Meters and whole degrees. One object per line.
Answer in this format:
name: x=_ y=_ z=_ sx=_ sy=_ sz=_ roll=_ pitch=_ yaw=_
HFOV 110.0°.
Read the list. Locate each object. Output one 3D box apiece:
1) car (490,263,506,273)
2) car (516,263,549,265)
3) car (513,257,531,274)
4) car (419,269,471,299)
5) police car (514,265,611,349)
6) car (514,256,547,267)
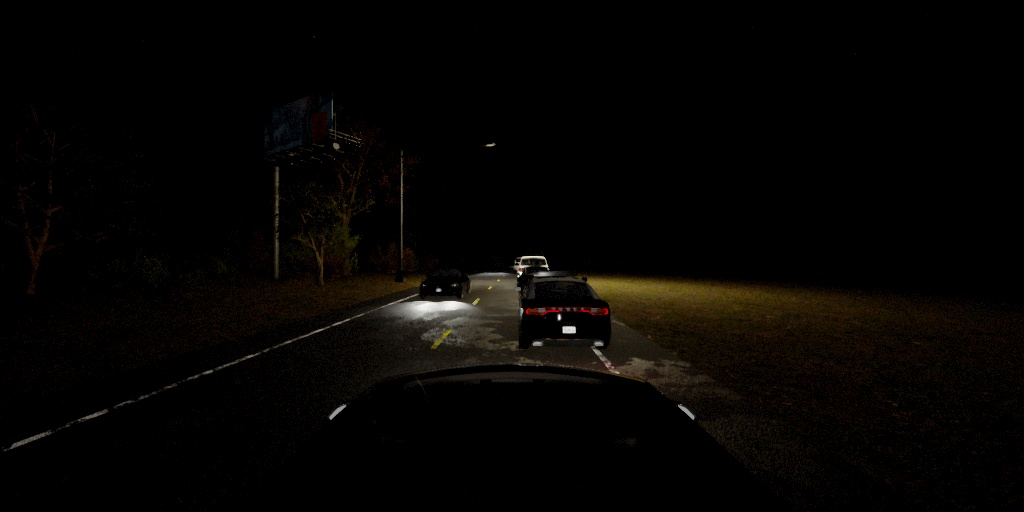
car: x=-1.945 y=1.609 z=49.455 sx=1.895 sy=1.301 sz=4.718 roll=0 pitch=0 yaw=4
car: x=1.276 y=1.296 z=19.152 sx=1.837 sy=1.490 sz=4.892 roll=0 pitch=0 yaw=1
car: x=1.392 y=1.203 z=46.506 sx=2.150 sy=2.045 sz=5.566 roll=0 pitch=0 yaw=4
car: x=-3.264 y=1.350 z=18.085 sx=1.994 sy=1.385 sz=4.181 roll=0 pitch=0 yaw=1
police car: x=1.099 y=1.184 z=9.297 sx=1.930 sy=1.638 sz=5.238 roll=0 pitch=0 yaw=1
car: x=1.444 y=1.044 z=25.161 sx=2.150 sy=2.045 sz=5.566 roll=0 pitch=0 yaw=2
